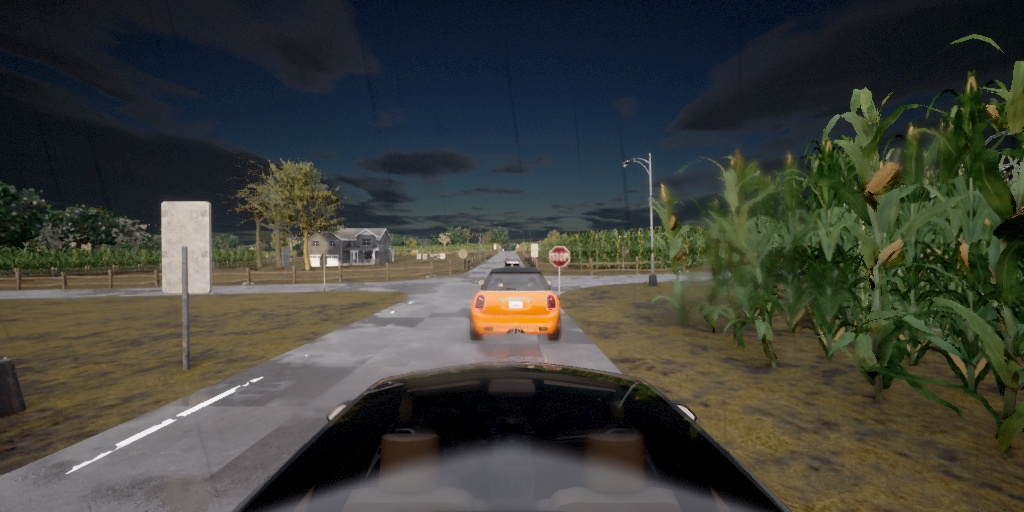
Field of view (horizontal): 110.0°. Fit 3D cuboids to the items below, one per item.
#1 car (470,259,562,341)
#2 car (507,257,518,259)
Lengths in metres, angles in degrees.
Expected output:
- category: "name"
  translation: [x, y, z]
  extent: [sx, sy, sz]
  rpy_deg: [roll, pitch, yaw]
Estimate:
- category: "car"
  translation: [0.084, 1.077, 9.981]
  extent: [2.097, 1.767, 4.553]
  rpy_deg: [0, 0, 0]
- category: "car"
  translation: [0.004, 0.796, 49.452]
  extent: [1.895, 1.301, 4.718]
  rpy_deg: [0, 1, 0]
